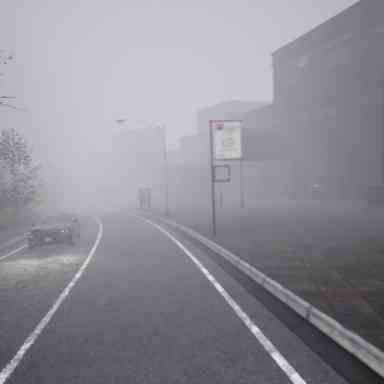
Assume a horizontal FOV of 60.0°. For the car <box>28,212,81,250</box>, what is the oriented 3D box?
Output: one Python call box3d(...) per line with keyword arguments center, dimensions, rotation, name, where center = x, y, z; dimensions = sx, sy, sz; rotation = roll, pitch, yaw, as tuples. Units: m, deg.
box3d(center=(-6.684, 1.773, 16.545), dimensions=(1.882, 1.535, 5.008), rotation=(-4, 0, -13), name="car")
